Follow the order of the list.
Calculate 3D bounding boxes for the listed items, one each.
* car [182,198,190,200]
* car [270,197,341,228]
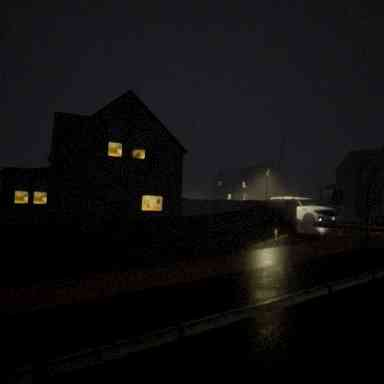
[{"bbox_3d":[-1.293,1.717,42.313,2.150,2.045,5.566,3,-2,-21],"label":"car"},{"bbox_3d":[7.625,1.374,23.479,2.150,2.045,5.566,3,-2,-29],"label":"car"}]
